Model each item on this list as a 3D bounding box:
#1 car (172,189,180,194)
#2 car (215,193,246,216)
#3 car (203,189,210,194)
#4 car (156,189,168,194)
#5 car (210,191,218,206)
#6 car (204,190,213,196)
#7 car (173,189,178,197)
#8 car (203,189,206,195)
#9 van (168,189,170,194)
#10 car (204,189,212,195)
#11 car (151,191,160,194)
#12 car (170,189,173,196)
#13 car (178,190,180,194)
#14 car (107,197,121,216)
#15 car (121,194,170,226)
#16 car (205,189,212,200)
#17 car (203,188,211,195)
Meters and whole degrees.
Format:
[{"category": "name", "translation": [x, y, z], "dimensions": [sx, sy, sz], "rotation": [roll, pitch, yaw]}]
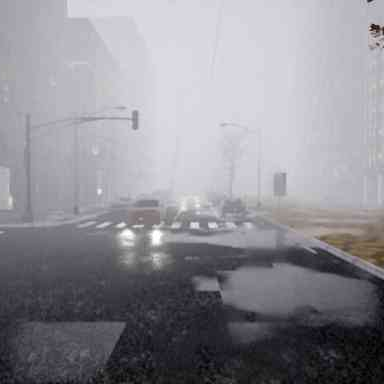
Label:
[{"category": "car", "translation": [-4.355, -0.107, 92.179], "dimensions": [2.008, 1.369, 4.403], "rotation": [0, 1, 1]}, {"category": "car", "translation": [3.083, 1.063, 25.685], "dimensions": [1.887, 1.381, 4.507], "rotation": [0, 1, 1]}, {"category": "car", "translation": [4.024, -0.103, 92.060], "dimensions": [2.008, 1.369, 4.403], "rotation": [0, 1, 1]}, {"category": "car", "translation": [-4.983, 0.555, 47.928], "dimensions": [1.967, 1.590, 4.097], "rotation": [0, 1, 1]}, {"category": "car", "translation": [3.242, 0.839, 36.918], "dimensions": [1.752, 1.417, 4.829], "rotation": [0, 1, 1]}, {"category": "car", "translation": [3.789, 0.175, 75.467], "dimensions": [1.887, 1.381, 4.507], "rotation": [0, 1, 1]}, {"category": "car", "translation": [-4.669, 0.163, 70.053], "dimensions": [1.967, 1.590, 4.097], "rotation": [0, 1, 1]}, {"category": "car", "translation": [3.634, 0.346, 64.574], "dimensions": [1.752, 1.417, 4.829], "rotation": [0, 1, 1]}, {"category": "van", "translation": [-4.904, 0.358, 53.457], "dimensions": [1.690, 1.788, 3.998], "rotation": [0, 1, 1]}, {"category": "car", "translation": [3.868, 0.086, 80.998], "dimensions": [2.008, 1.369, 4.403], "rotation": [0, 1, 1]}, {"category": "car", "translation": [-5.140, 0.864, 36.868], "dimensions": [2.008, 1.369, 4.403], "rotation": [0, 1, 1]}, {"category": "car", "translation": [-4.826, 0.500, 58.992], "dimensions": [1.802, 1.307, 4.206], "rotation": [0, 1, 1]}, {"category": "car", "translation": [-4.434, -0.012, 86.648], "dimensions": [2.008, 1.369, 4.403], "rotation": [0, 1, 1]}, {"category": "car", "translation": [-5.297, 1.065, 25.804], "dimensions": [2.008, 1.369, 4.403], "rotation": [0, 1, 1]}, {"category": "car", "translation": [-2.687, 1.108, 20.255], "dimensions": [1.882, 1.535, 5.008], "rotation": [0, 1, 1]}, {"category": "car", "translation": [3.475, 0.602, 53.342], "dimensions": [1.802, 1.307, 4.206], "rotation": [0, 1, 1]}, {"category": "car", "translation": [3.946, -0.120, 86.526], "dimensions": [1.967, 1.590, 4.097], "rotation": [0, 1, 1]}]
